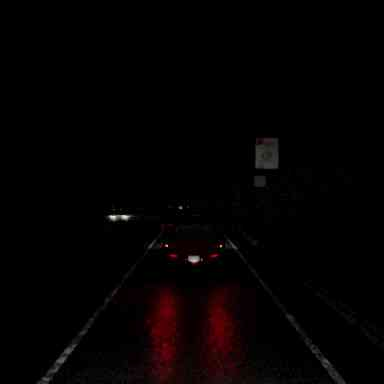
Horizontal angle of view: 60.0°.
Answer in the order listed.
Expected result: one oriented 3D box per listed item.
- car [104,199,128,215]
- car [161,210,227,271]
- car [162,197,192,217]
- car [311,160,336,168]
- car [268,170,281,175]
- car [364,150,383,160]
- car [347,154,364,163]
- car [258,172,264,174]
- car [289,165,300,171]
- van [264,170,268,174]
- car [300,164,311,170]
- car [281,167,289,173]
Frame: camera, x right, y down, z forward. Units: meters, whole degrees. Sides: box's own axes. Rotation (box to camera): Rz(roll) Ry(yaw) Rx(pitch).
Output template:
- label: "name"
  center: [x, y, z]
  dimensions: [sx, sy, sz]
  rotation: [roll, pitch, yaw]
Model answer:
- label: "car"
  center: [-10.113, 1.911, 43.813]
  dimensions: [2.150, 2.045, 5.566]
  rotation: [0, -2, -27]
- label: "car"
  center: [0.061, 1.542, 10.779]
  dimensions: [1.812, 1.442, 4.674]
  rotation: [0, 0, 0]
- label: "car"
  center: [-1.482, 1.470, 30.450]
  dimensions: [2.150, 2.045, 5.566]
  rotation: [0, -1, -11]
- label: "car"
  center: [21.505, -4.344, 53.543]
  dimensions: [2.185, 1.767, 4.553]
  rotation: [0, 1, -1]
- label: "car"
  center: [20.906, -4.543, 81.244]
  dimensions: [2.231, 1.521, 4.892]
  rotation: [0, 1, -1]
- label: "car"
  center: [21.868, -3.994, 37.089]
  dimensions: [2.231, 1.521, 4.892]
  rotation: [0, 1, -1]
- label: "car"
  center: [21.741, -4.077, 42.607]
  dimensions: [2.231, 1.521, 4.892]
  rotation: [0, 1, -1]
- label: "car"
  center: [20.669, -4.604, 92.281]
  dimensions: [2.002, 1.452, 4.674]
  rotation: [0, 0, -1]
- label: "car"
  center: [21.264, -4.485, 64.710]
  dimensions: [2.185, 1.767, 4.553]
  rotation: [0, 1, -1]
- label: "van"
  center: [20.790, -4.821, 86.638]
  dimensions: [1.878, 1.987, 4.442]
  rotation: [0, 0, -1]
- label: "car"
  center: [21.386, -4.248, 59.037]
  dimensions: [2.002, 1.452, 4.674]
  rotation: [0, 1, -1]
- label: "car"
  center: [21.145, -4.550, 70.229]
  dimensions: [2.185, 1.767, 4.553]
  rotation: [0, 1, -1]
